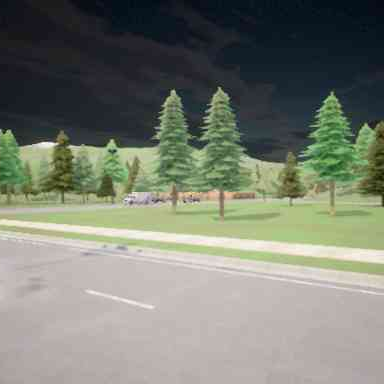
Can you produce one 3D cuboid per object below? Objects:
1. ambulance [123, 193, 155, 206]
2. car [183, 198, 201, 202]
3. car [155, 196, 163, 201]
[{"bbox_3d":[-11.043,1.409,66.959,2.351,2.431,6.366,-1,0,36],"label":"ambulance"},{"bbox_3d":[0.084,1.645,70.404,2.128,1.511,4.902,-1,0,36],"label":"car"},{"bbox_3d":[-8.410,1.577,76.578,2.097,1.767,4.553,-1,0,36],"label":"car"}]
